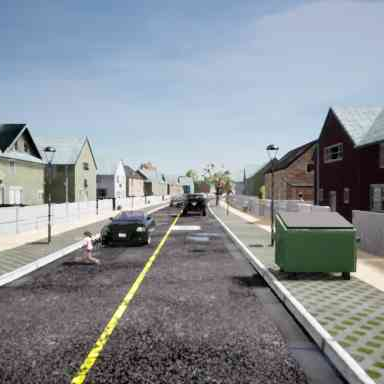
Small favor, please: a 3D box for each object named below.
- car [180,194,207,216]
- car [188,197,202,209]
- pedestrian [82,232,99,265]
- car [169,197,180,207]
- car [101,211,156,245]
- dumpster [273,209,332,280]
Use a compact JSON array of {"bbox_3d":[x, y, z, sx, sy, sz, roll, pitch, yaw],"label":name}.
[{"bbox_3d":[0.228,1.211,32.537,2.150,2.045,5.566,0,0,1],"label":"car"},{"bbox_3d":[0.499,1.512,46.093,1.812,1.442,4.674,0,0,2],"label":"car"},{"bbox_3d":[-3.189,1.674,10.265,0.500,1.100,0.500,0,0,-6],"label":"pedestrian"},{"bbox_3d":[-2.300,1.476,49.515,2.128,1.511,4.902,0,0,3],"label":"car"},{"bbox_3d":[-2.792,1.561,15.344,1.994,1.385,4.181,0,0,0],"label":"car"},{"bbox_3d":[3.049,1.394,9.430,1.020,1.700,1.940,0,0,0],"label":"dumpster"}]
